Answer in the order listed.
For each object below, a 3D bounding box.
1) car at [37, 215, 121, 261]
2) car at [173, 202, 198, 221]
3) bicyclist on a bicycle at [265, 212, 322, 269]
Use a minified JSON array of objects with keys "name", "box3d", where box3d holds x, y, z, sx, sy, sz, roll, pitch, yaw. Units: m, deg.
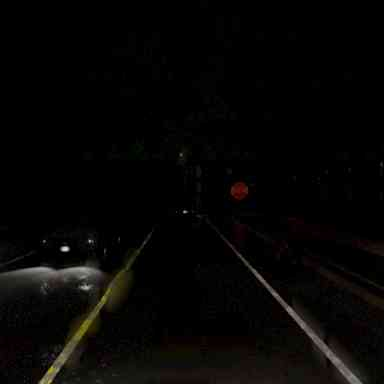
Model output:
[{"name":"car","box3d":[-3.883,1.551,12.087,1.994,1.385,4.181,0,0,-1]},{"name":"car","box3d":[-0.524,1.516,26.809,2.033,1.411,5.357,0,0,0]},{"name":"bicyclist on a bicycle","box3d":[2.912,1.398,9.542,1.656,1.620,0.582,0,0,-2]}]
